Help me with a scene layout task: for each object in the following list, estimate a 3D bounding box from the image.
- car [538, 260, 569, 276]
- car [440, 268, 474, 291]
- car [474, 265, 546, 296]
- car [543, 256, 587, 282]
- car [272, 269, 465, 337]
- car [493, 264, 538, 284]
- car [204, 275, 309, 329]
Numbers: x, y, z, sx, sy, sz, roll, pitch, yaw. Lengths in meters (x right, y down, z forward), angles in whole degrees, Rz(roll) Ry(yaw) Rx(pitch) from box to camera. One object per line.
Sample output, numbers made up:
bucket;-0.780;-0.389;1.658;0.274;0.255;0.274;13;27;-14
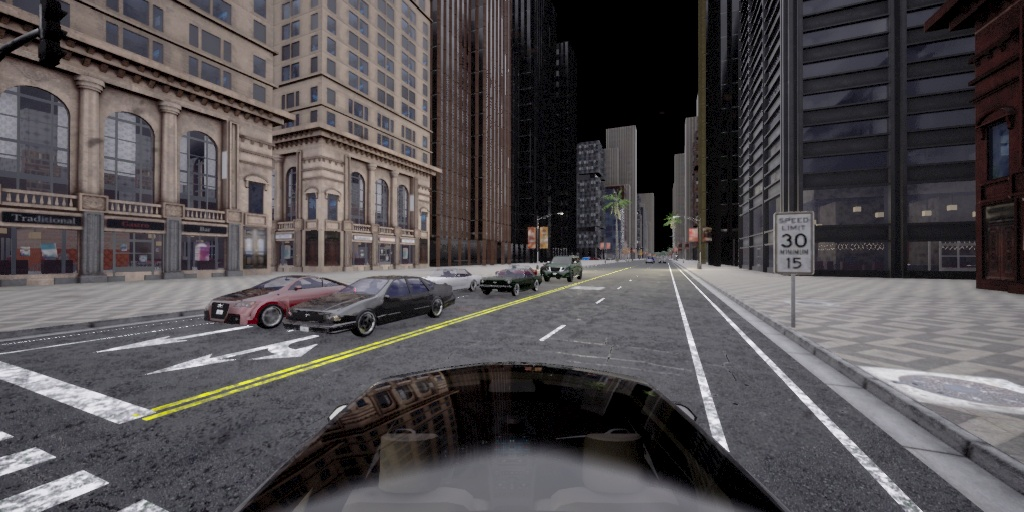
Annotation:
car;4.484;1.251;37.943;1.882;1.535;5.008;0;0;24
car;-3.541;1.357;19.441;1.895;1.301;4.718;0;0;23
car;0.045;1.358;19.546;1.895;1.301;4.718;0;0;24
car;4.286;0.987;29.366;2.150;2.045;5.566;0;0;23
car;-3.753;1.299;10.742;2.033;1.411;5.357;0;0;23
car;0.406;1.364;28.587;1.895;1.301;4.718;0;0;24
car;-7.007;1.316;11.394;1.994;1.385;4.181;0;0;24
